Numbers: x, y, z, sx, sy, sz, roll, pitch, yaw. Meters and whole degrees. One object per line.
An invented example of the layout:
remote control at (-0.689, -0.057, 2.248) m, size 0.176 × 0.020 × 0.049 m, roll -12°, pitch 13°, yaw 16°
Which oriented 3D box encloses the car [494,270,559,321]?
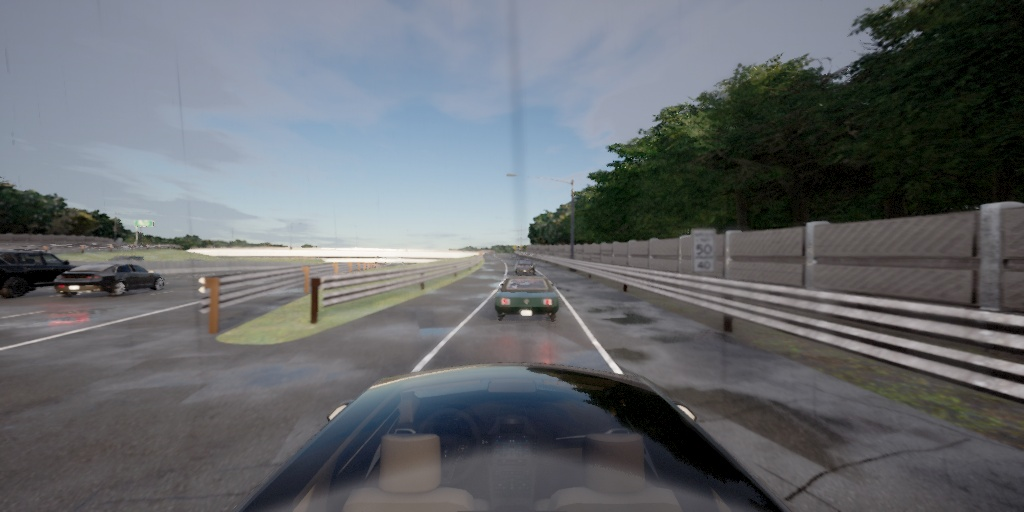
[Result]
car at (0.525, 1.346, 12.508) m, size 1.895 × 1.301 × 4.718 m, roll 0°, pitch 0°, yaw 3°

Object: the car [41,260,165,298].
car at (-18.991, 1.082, 17.228) m, size 1.837 × 1.490 × 4.892 m, roll 1°, pitch 0°, yaw -18°

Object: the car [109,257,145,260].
car at (-40.751, 1.134, 37.776) m, size 1.837 × 1.490 × 4.892 m, roll 1°, pitch -1°, yaw -18°

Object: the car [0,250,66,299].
car at (-22.352, 0.758, 16.254) m, size 2.150 × 2.045 × 5.566 m, roll 1°, pitch 0°, yaw -18°

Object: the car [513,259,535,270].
car at (1.190, 1.066, 34.160) m, size 2.128 × 1.511 × 4.902 m, roll 0°, pitch 1°, yaw 1°
